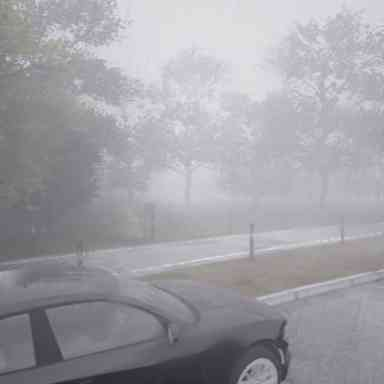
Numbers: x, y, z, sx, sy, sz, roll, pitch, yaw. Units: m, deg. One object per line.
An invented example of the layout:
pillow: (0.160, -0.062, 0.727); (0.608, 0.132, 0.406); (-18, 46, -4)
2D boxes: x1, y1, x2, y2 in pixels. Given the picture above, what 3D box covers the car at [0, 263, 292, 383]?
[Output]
car: (-1.216, 1.474, 3.145); (5.008, 1.535, 2.097); (0, 1, -32)
